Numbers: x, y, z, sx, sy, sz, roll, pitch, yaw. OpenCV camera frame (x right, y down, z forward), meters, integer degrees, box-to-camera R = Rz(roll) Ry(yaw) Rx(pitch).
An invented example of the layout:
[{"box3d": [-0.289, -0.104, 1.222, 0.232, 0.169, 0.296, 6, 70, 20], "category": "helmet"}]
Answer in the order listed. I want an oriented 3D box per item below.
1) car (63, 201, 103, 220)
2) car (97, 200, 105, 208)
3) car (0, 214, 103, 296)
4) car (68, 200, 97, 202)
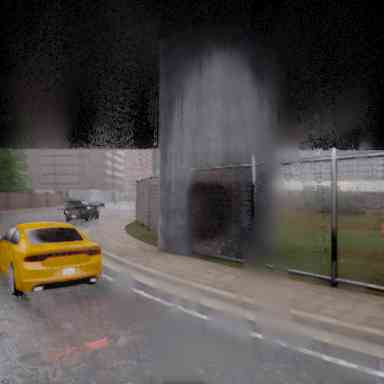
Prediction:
[{"box3d": [-9.410, 1.788, 28.731, 1.812, 1.442, 4.674, 0, -1, 0], "category": "car"}, {"box3d": [-16.039, 2.084, 56.070, 1.837, 1.490, 4.892, 0, -1, 1], "category": "car"}, {"box3d": [-4.097, 1.556, 9.073, 1.882, 1.535, 5.008, 0, -1, -37], "category": "car"}, {"box3d": [-12.773, 1.690, 37.650, 2.097, 1.767, 4.553, 0, -1, 1], "category": "car"}]
